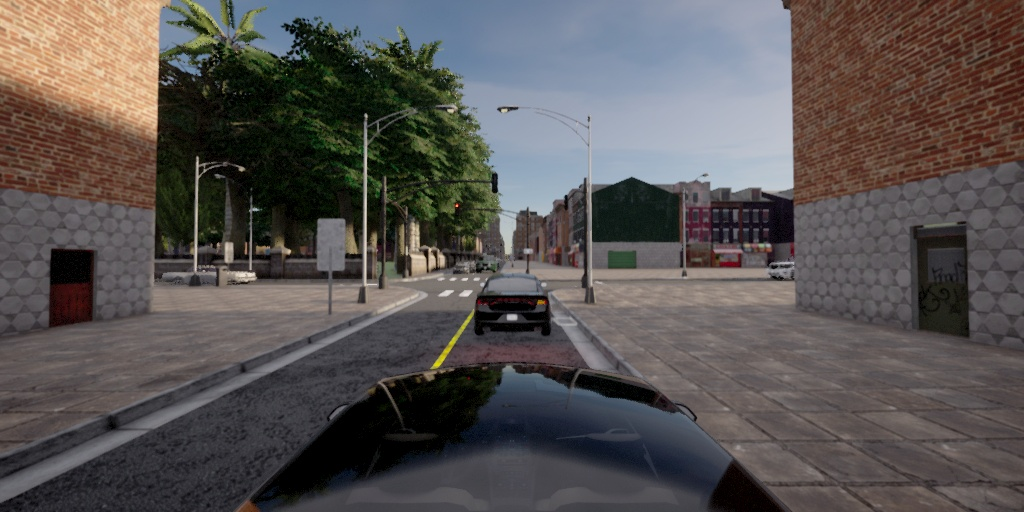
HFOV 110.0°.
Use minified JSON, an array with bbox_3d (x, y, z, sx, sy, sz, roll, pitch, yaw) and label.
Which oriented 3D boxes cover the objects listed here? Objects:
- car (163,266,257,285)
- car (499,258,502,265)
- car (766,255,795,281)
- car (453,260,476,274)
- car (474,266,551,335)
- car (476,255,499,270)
[{"bbox_3d":[-19.391,1.298,23.199,4.718,1.301,1.895,0,-1,0],"label":"car"},{"bbox_3d":[-2.993,1.187,56.744,1.882,1.535,5.008,0,0,0],"label":"car"},{"bbox_3d":[21.888,0.757,26.304,5.566,2.045,2.150,-1,-1,0],"label":"car"},{"bbox_3d":[-5.467,1.259,39.621,2.007,1.370,4.403,0,0,0],"label":"car"},{"bbox_3d":[0.034,1.214,10.476,1.882,1.535,5.008,0,0,1],"label":"car"},{"bbox_3d":[-2.917,0.930,41.381,2.150,2.045,5.566,0,0,0],"label":"car"}]
